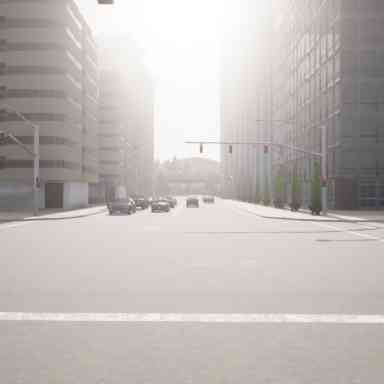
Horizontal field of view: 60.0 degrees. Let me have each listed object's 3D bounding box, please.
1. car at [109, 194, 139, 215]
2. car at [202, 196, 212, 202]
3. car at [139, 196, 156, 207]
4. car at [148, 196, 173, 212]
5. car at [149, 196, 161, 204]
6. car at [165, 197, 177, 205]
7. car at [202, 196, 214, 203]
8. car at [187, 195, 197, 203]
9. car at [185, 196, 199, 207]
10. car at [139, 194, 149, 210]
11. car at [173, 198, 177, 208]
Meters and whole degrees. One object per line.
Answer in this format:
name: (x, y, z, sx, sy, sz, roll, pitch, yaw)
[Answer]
car: (-7.127, 1.352, 34.397, 2.097, 1.767, 4.553, 0, 0, 0)
car: (3.442, 1.528, 76.123, 1.994, 1.385, 4.181, 0, 0, 0)
car: (-7.131, 1.491, 53.946, 2.128, 1.511, 4.902, 0, 0, 0)
car: (-3.630, 1.505, 38.896, 1.837, 1.490, 4.892, 0, 0, 0)
car: (-7.095, 1.505, 64.385, 1.837, 1.490, 4.892, 0, 0, 0)
car: (-3.623, 1.601, 57.869, 1.895, 1.301, 4.718, 0, 0, 0)
car: (3.448, 1.505, 67.456, 1.837, 1.490, 4.892, 0, 0, 0)
car: (0.047, 1.478, 68.108, 1.882, 1.535, 5.008, 0, -1, 0)
car: (0.060, 1.505, 52.679, 1.837, 1.490, 4.892, 0, 0, 0)
car: (-7.131, 1.221, 43.986, 2.150, 2.045, 5.566, 0, 0, 0)
car: (-3.633, 1.352, 48.100, 2.097, 1.767, 4.553, 0, 0, 0)
